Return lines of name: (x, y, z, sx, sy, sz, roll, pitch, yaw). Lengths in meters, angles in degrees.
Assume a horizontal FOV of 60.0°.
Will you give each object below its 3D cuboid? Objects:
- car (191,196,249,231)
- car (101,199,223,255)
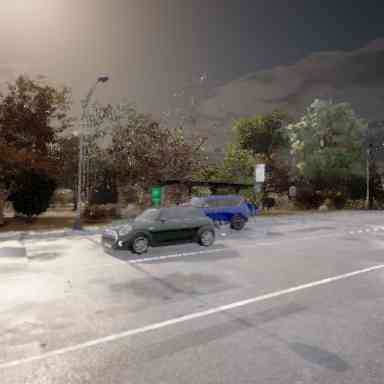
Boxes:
car: (0.828, 1.229, 19.278, 5.566, 2.045, 2.150, 0, 0, -35)
car: (-1.280, 1.355, 13.486, 4.553, 1.767, 2.097, 0, 0, -35)
